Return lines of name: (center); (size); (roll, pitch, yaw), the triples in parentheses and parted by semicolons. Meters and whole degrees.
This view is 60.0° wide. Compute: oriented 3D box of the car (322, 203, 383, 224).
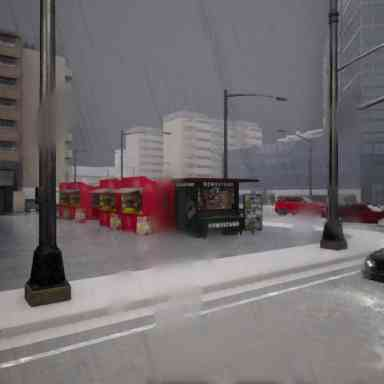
car: (12.106, 1.544, 23.262); (1.882, 1.535, 5.008); (0, 0, -36)

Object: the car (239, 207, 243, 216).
car: (3.664, 1.792, 34.902); (1.994, 1.385, 4.181); (0, -1, -36)

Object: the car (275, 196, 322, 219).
car: (10.451, 1.367, 31.521); (2.150, 2.045, 5.566); (0, -1, -36)

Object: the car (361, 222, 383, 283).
car: (6.598, 1.547, 8.397); (5.357, 1.411, 2.033); (0, 0, -32)
